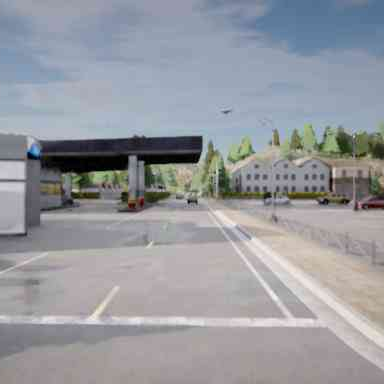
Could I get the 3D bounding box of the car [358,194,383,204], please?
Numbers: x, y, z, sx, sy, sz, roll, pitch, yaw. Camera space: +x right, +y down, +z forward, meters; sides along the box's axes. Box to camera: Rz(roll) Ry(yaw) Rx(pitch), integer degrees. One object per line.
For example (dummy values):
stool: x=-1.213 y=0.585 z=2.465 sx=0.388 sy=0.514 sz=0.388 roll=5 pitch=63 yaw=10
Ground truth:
car: x=31.131 y=1.194 z=56.917 sx=4.514 sy=1.523 sz=2.007 roll=0 pitch=0 yaw=-1

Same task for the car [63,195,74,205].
car: x=-20.729 y=1.380 z=53.499 sx=2.242 sy=1.667 sz=4.611 roll=0 pitch=0 yaw=-1

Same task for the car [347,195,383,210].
car: x=20.524 y=1.230 z=37.455 sx=4.514 sy=1.523 sz=2.007 roll=0 pitch=0 yaw=-1

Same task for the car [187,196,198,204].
car: x=0.098 y=1.379 z=60.569 sx=2.128 sy=1.511 sz=4.902 roll=0 pitch=0 yaw=0

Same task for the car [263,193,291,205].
car: x=12.682 y=1.269 z=49.827 sx=3.806 sy=1.475 sz=1.970 roll=0 pitch=0 yaw=-1

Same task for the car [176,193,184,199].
car: x=-3.504 y=1.182 z=93.557 sx=2.097 sy=1.767 sz=4.553 roll=0 pitch=0 yaw=0

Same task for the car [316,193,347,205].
car: x=21.161 y=1.006 z=49.915 sx=4.605 sy=1.855 sz=1.932 roll=0 pitch=0 yaw=-1
